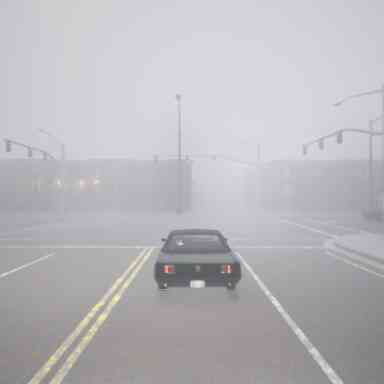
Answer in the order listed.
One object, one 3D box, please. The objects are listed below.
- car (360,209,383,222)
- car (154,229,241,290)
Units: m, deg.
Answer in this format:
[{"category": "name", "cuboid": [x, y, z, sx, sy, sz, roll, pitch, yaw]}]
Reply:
[{"category": "car", "cuboid": [16.846, 1.832, 27.969, 4.718, 1.301, 1.895, 0, 0, 0]}, {"category": "car", "cuboid": [0.071, 1.678, 9.268, 1.895, 1.301, 4.718, 0, 0, -1]}]
